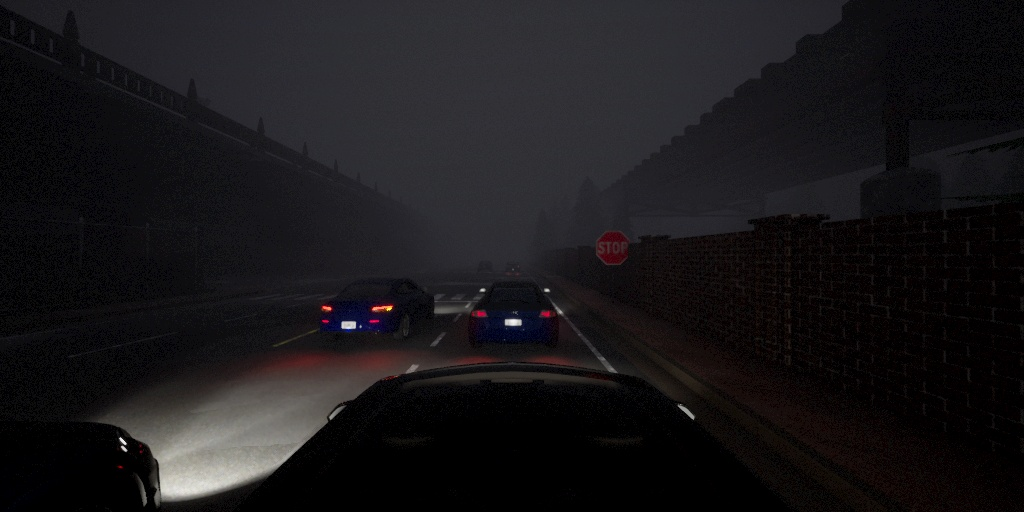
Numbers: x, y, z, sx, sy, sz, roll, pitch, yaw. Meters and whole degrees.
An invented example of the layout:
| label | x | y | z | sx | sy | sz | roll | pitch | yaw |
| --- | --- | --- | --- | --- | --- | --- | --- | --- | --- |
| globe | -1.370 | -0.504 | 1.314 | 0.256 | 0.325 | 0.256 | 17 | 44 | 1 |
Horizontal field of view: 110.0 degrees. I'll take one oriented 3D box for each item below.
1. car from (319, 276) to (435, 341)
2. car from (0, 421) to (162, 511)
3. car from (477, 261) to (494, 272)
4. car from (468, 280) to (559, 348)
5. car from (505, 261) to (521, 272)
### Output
| label | x | y | z | sx | sy | sz | roll | pitch | yaw |
| --- | --- | --- | --- | --- | --- | --- | --- | --- | --- |
| car | -3.413 | 1.276 | 9.786 | 1.812 | 1.442 | 4.674 | 0 | 0 | 0 |
| car | -3.398 | 1.314 | 0.690 | 1.994 | 1.385 | 4.181 | 0 | 0 | 0 |
| car | -3.399 | 1.297 | 45.914 | 2.033 | 1.411 | 5.357 | 0 | 0 | -1 |
| car | 0.069 | 1.314 | 9.263 | 1.994 | 1.385 | 4.181 | 0 | 0 | 1 |
| car | 0.096 | 1.350 | 46.082 | 1.895 | 1.301 | 4.718 | 0 | 0 | -1 |
